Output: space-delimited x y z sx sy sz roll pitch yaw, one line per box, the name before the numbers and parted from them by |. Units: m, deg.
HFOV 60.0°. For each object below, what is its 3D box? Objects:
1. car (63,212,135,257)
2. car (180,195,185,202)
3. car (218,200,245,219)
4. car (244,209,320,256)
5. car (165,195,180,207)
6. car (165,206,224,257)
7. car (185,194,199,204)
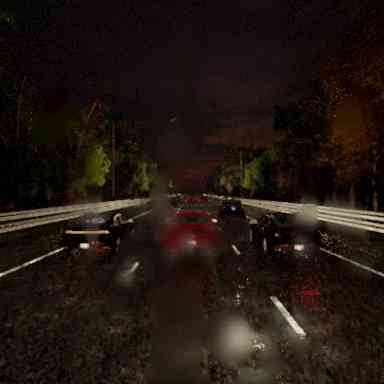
car | -3.501 1.543 13.263 2.128 1.511 4.902 0 0 0
car | -3.501 1.791 80.370 2.033 1.411 5.357 0 0 0
car | 3.499 1.461 30.228 2.097 1.767 4.553 0 0 0
car | 3.498 1.559 13.254 1.837 1.490 4.892 0 0 0
car | -3.501 1.667 56.332 1.882 1.535 5.008 0 0 0
car | -0.002 1.530 13.276 1.882 1.535 5.008 0 0 0
car | -0.001 1.710 72.331 1.882 1.535 5.008 0 0 0
